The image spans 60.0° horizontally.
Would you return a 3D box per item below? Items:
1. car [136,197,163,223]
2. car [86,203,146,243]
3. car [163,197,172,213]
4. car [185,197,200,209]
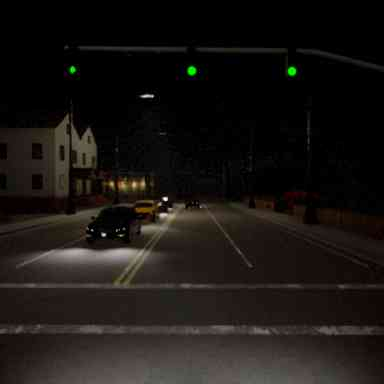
[{"bbox_3d":[-3.573,1.409,25.441,1.882,1.535,5.008,0,0,0],"label":"car"},{"bbox_3d":[-3.585,1.478,15.944,1.837,1.490,4.892,0,0,0],"label":"car"},{"bbox_3d":[-3.552,1.453,34.786,1.994,1.385,4.181,0,0,0],"label":"car"},{"bbox_3d":[0.072,1.394,42.947,2.033,1.411,5.357,0,0,1],"label":"car"}]
